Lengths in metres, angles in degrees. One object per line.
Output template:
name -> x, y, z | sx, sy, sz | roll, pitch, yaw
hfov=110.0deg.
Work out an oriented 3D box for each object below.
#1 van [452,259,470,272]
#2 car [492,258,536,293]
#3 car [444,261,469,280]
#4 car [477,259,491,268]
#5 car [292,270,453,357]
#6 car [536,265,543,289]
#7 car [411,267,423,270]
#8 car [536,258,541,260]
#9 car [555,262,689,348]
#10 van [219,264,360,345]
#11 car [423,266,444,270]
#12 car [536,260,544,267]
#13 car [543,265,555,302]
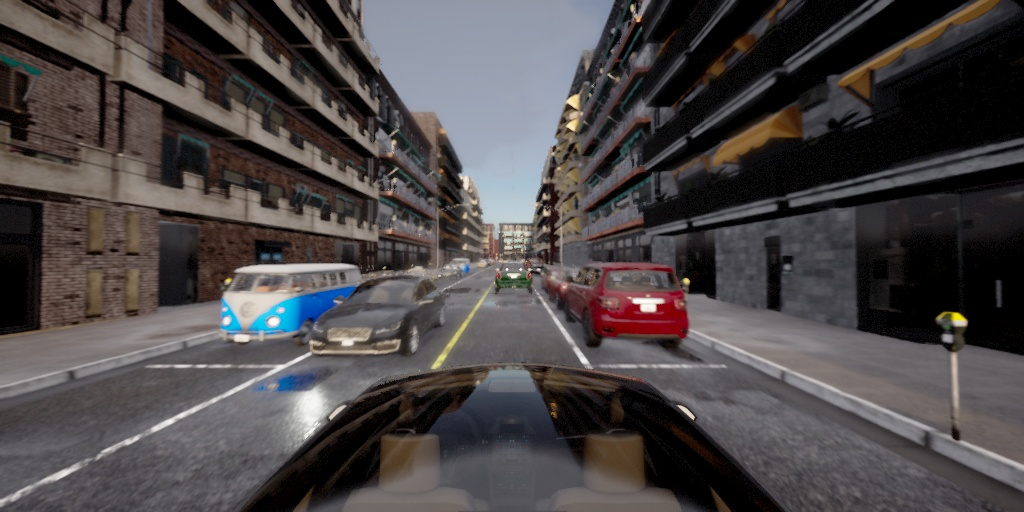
van -> -5.308, 1.145, 36.962 | 1.690, 1.789, 3.998 | 0, 0, 0
car -> 0.104, 1.122, 21.181 | 2.097, 1.767, 4.553 | 0, 0, 0
car -> -5.309, 1.342, 31.398 | 2.007, 1.370, 4.403 | 0, 0, 0
car -> -5.303, 1.397, 64.613 | 1.751, 1.417, 4.829 | 0, 0, 0
car -> -2.839, 1.256, 8.638 | 1.837, 1.490, 4.892 | 0, 0, 0
car -> 2.570, 1.350, 20.302 | 1.802, 1.307, 4.207 | 0, 0, 0
car -> -5.312, 1.309, 14.708 | 2.007, 1.370, 4.403 | 0, 0, 0
car -> 2.574, 1.132, 42.558 | 2.192, 1.841, 5.009 | 0, 0, 0
car -> 2.568, 1.066, 9.177 | 2.192, 1.841, 5.009 | 0, 0, 0
van -> -5.313, 1.092, 9.144 | 1.690, 1.789, 3.998 | 0, 0, 0
car -> -5.311, 1.293, 20.100 | 1.751, 1.417, 4.829 | 0, 0, 0
car -> 2.573, 1.370, 36.993 | 1.948, 1.339, 4.313 | 0, 0, 0
car -> 2.569, 1.199, 14.741 | 1.967, 1.591, 4.097 | 0, 0, 0
